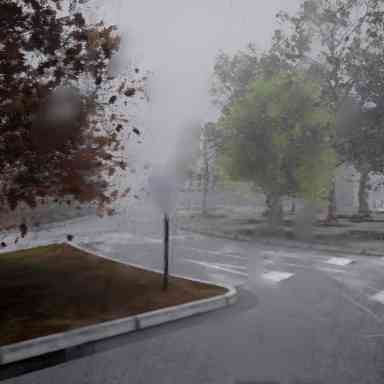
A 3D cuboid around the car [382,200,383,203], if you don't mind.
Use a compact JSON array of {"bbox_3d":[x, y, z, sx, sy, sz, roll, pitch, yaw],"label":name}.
[{"bbox_3d":[43.056,1.752,70.689,4.553,1.767,2.185,0,0,39],"label":"car"}]
